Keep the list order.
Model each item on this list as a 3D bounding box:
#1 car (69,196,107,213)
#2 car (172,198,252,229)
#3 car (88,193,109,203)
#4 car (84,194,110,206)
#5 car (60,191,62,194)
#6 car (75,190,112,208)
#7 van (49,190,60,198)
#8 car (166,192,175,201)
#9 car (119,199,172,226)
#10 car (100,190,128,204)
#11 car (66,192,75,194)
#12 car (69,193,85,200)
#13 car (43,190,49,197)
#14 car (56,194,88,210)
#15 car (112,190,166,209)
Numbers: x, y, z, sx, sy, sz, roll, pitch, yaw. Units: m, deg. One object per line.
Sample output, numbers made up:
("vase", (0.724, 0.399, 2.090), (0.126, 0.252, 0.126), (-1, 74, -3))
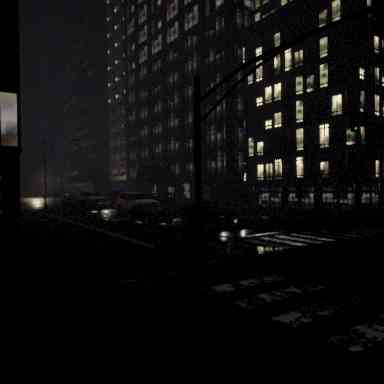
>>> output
("car", (-10.538, 1.354, 33.408), (1.947, 1.339, 4.313), (-1, 1, -35))
("car", (1.105, 1.382, 21.071), (2.128, 1.511, 4.902), (-1, 1, -35))
("car", (-15.965, 0.919, 56.810), (1.882, 1.535, 5.008), (-1, 1, -35))
("car", (-13.823, 1.115, 48.264), (2.033, 1.411, 5.357), (-1, 1, -34))
("car", (-26.085, 0.733, 70.704), (1.967, 1.590, 4.097), (-1, 1, -35))
("car", (-11.833, 0.915, 39.854), (2.150, 2.045, 5.566), (-1, 1, -35))
("van", (-32.491, 0.531, 79.990), (1.690, 1.788, 3.998), (-1, 1, -35))
("car", (-3.665, 0.963, 38.196), (2.192, 1.841, 5.009), (-1, 1, -35))
("car", (-2.905, 1.455, 22.389), (2.008, 1.369, 4.403), (-1, 1, -35))
("car", (-12.037, 0.733, 51.049), (2.150, 2.045, 5.566), (-1, 1, -35))
("car", (-19.343, 1.082, 56.182), (1.895, 1.301, 4.718), (-1, 1, -35))
("car", (-22.882, 0.889, 66.061), (1.887, 1.381, 4.507), (-1, 1, -35))
("car", (-35.694, 0.689, 84.636), (2.008, 1.369, 4.403), (-1, 1, -35))
("car", (-13.742, 1.289, 38.052), (2.008, 1.369, 4.403), (-1, 1, -35))
("car", (-4.860, 1.021, 29.714), (2.150, 2.045, 5.566), (-1, 1, -35))
